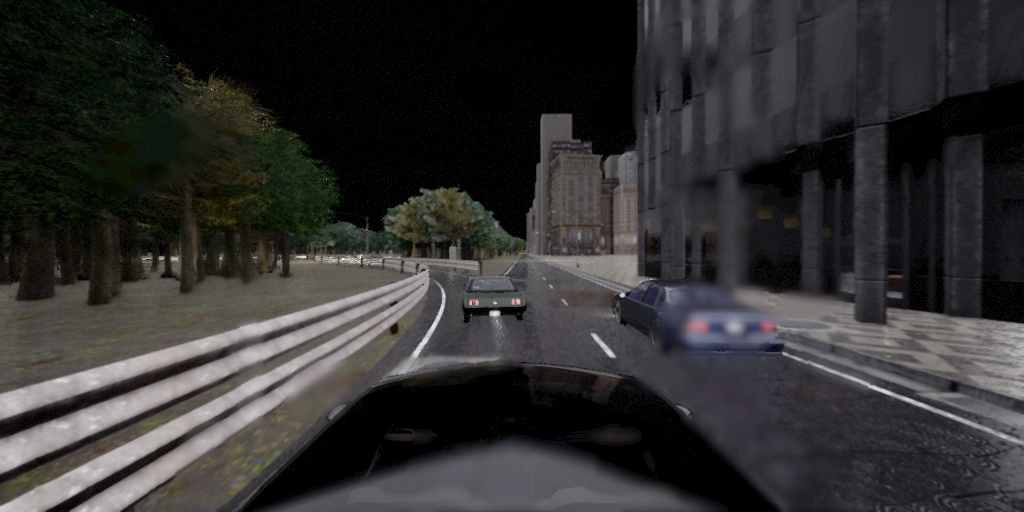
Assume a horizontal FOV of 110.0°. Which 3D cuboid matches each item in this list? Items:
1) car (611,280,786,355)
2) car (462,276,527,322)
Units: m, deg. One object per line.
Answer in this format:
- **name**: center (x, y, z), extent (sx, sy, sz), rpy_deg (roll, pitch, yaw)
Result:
- **car**: center (3.888, 1.276, 8.644), extent (2.033, 1.411, 5.357), rpy_deg (0, 0, 2)
- **car**: center (-0.757, 1.346, 12.425), extent (1.895, 1.301, 4.718), rpy_deg (0, 0, -7)
